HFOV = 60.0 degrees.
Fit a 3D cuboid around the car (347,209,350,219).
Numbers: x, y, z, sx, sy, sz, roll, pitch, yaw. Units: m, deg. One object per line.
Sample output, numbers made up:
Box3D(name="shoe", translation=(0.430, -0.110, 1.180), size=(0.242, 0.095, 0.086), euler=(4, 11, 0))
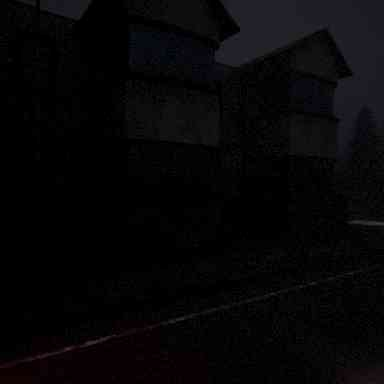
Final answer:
Box3D(name="car", translation=(10.482, 1.352, 27.227), size=(2.097, 1.767, 4.553), euler=(0, 0, -35))
